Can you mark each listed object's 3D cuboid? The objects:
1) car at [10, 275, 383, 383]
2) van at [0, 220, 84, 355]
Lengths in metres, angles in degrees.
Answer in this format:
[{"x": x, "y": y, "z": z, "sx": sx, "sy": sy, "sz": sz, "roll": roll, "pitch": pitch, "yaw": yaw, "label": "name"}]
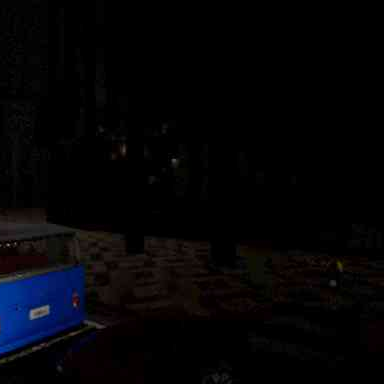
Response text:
[{"x": 0.627, "y": 1.584, "z": 2.520, "sx": 4.206, "sy": 1.307, "sz": 1.802, "roll": 0, "pitch": 1, "yaw": 35, "label": "car"}, {"x": -3.518, "y": 1.357, "z": 5.471, "sx": 3.998, "sy": 1.788, "sz": 1.690, "roll": 0, "pitch": 1, "yaw": 35, "label": "van"}]
